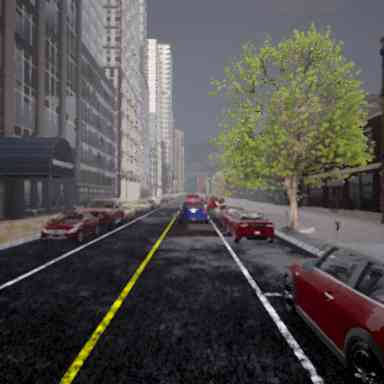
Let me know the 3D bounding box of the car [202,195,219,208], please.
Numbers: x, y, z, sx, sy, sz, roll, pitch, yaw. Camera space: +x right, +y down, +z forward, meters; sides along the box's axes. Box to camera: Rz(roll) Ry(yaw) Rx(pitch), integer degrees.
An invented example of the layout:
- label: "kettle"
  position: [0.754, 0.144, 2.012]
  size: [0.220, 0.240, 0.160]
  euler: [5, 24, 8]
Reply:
- label: "car"
  position: [2.712, 1.342, 49.272]
  size: [2.192, 1.841, 5.009]
  euler: [1, 0, 0]

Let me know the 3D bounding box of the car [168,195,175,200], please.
- label: "car"
  position: [-5.666, 1.586, 93.637]
  size: [1.802, 1.307, 4.206]
  euler: [1, 0, 0]

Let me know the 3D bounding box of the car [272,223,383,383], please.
- label: "car"
  position: [2.704, 1.446, 4.902]
  size: [1.967, 1.590, 4.097]
  euler: [1, 0, 0]

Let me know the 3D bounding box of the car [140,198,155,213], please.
- label: "car"
  position: [-5.673, 1.550, 38.008]
  size: [1.752, 1.417, 4.829]
  euler: [1, 0, 0]

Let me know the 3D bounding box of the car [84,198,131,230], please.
- label: "car"
  position: [-5.672, 1.333, 21.541]
  size: [2.192, 1.841, 5.009]
  euler: [1, 0, 0]

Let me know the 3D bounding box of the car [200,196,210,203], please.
- label: "car"
  position: [2.712, 1.586, 71.456]
  size: [1.947, 1.339, 4.313]
  euler: [1, 0, 0]

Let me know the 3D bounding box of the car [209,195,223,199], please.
- label: "car"
  position: [2.710, 1.340, 38.180]
  size: [2.192, 1.841, 5.009]
  euler: [1, 0, 0]

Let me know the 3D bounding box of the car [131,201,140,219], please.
- label: "car"
  position: [-5.674, 1.546, 26.916]
  size: [1.752, 1.417, 4.829]
  euler: [1, 0, 0]

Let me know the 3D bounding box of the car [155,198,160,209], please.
- label: "car"
  position: [-5.673, 1.591, 43.726]
  size: [1.947, 1.339, 4.313]
  euler: [1, 0, 0]

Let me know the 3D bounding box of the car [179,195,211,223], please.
- label: "car"
  position: [0.104, 1.372, 25.474]
  size: [2.097, 1.767, 4.553]
  euler: [0, 0, 0]

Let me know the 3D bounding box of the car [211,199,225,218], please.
- label: "car"
  position: [2.706, 1.547, 27.257]
  size: [1.752, 1.417, 4.829]
  euler: [1, 0, 0]

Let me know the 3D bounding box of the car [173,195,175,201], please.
- label: "car"
  position: [-5.666, 1.574, 88.092]
  size: [1.947, 1.339, 4.313]
  euler: [1, 0, 0]

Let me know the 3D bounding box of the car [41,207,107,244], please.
- label: "car"
  position: [-5.677, 1.596, 15.995]
  size: [1.802, 1.307, 4.206]
  euler: [1, 0, 0]

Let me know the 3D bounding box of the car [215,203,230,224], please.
- label: "car"
  position: [2.704, 1.600, 21.541]
  size: [1.802, 1.307, 4.206]
  euler: [1, 0, 0]

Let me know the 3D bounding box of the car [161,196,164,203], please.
- label: "car"
  position: [-5.671, 1.551, 49.101]
  size: [1.752, 1.417, 4.829]
  euler: [1, 0, 0]

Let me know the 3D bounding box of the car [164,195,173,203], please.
- label: "car"
  position: [-5.668, 1.586, 71.454]
  size: [1.947, 1.339, 4.313]
  euler: [1, 0, 0]

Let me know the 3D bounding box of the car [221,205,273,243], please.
- label: "car"
  position: [2.704, 1.560, 15.996]
  size: [1.887, 1.381, 4.507]
  euler: [1, 0, 0]
